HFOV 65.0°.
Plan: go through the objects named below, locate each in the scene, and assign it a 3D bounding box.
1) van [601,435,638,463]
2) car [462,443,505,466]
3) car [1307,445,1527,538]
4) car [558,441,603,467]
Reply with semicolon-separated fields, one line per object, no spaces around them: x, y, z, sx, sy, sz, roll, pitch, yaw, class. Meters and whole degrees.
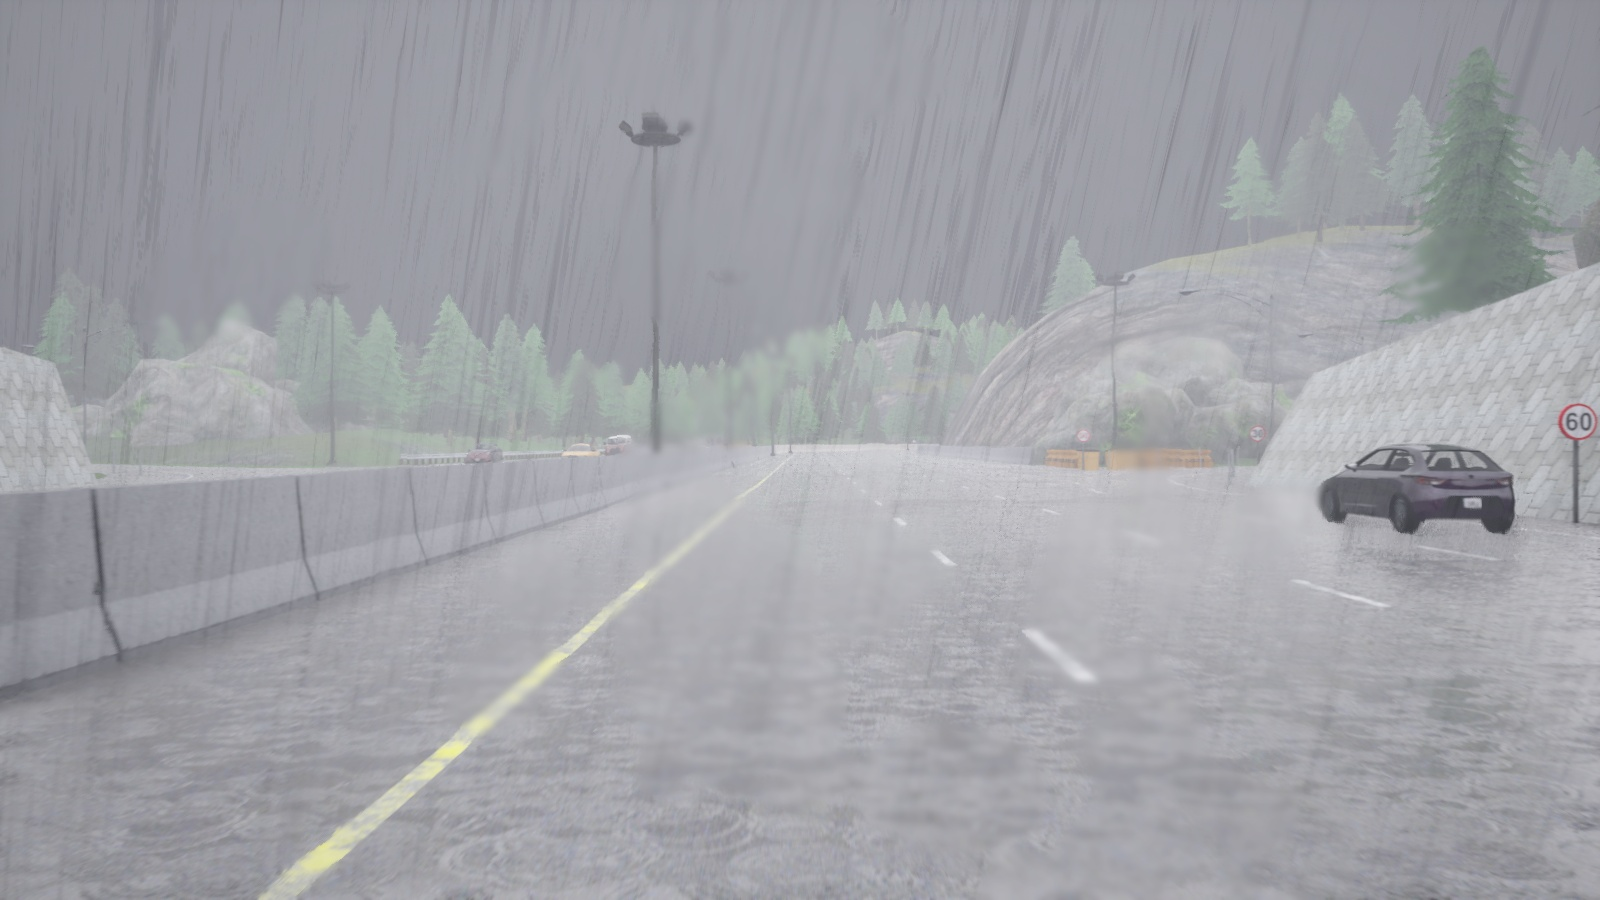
-13.451;-0.070;93.873;2.069;2.038;4.480;0;0;0;van
-20.522;0.284;81.542;1.845;1.501;3.633;0;0;0;car
10.641;0.644;22.022;1.816;1.474;4.193;0;0;0;car
-13.543;0.237;77.656;1.801;1.575;5.366;0;0;0;car
